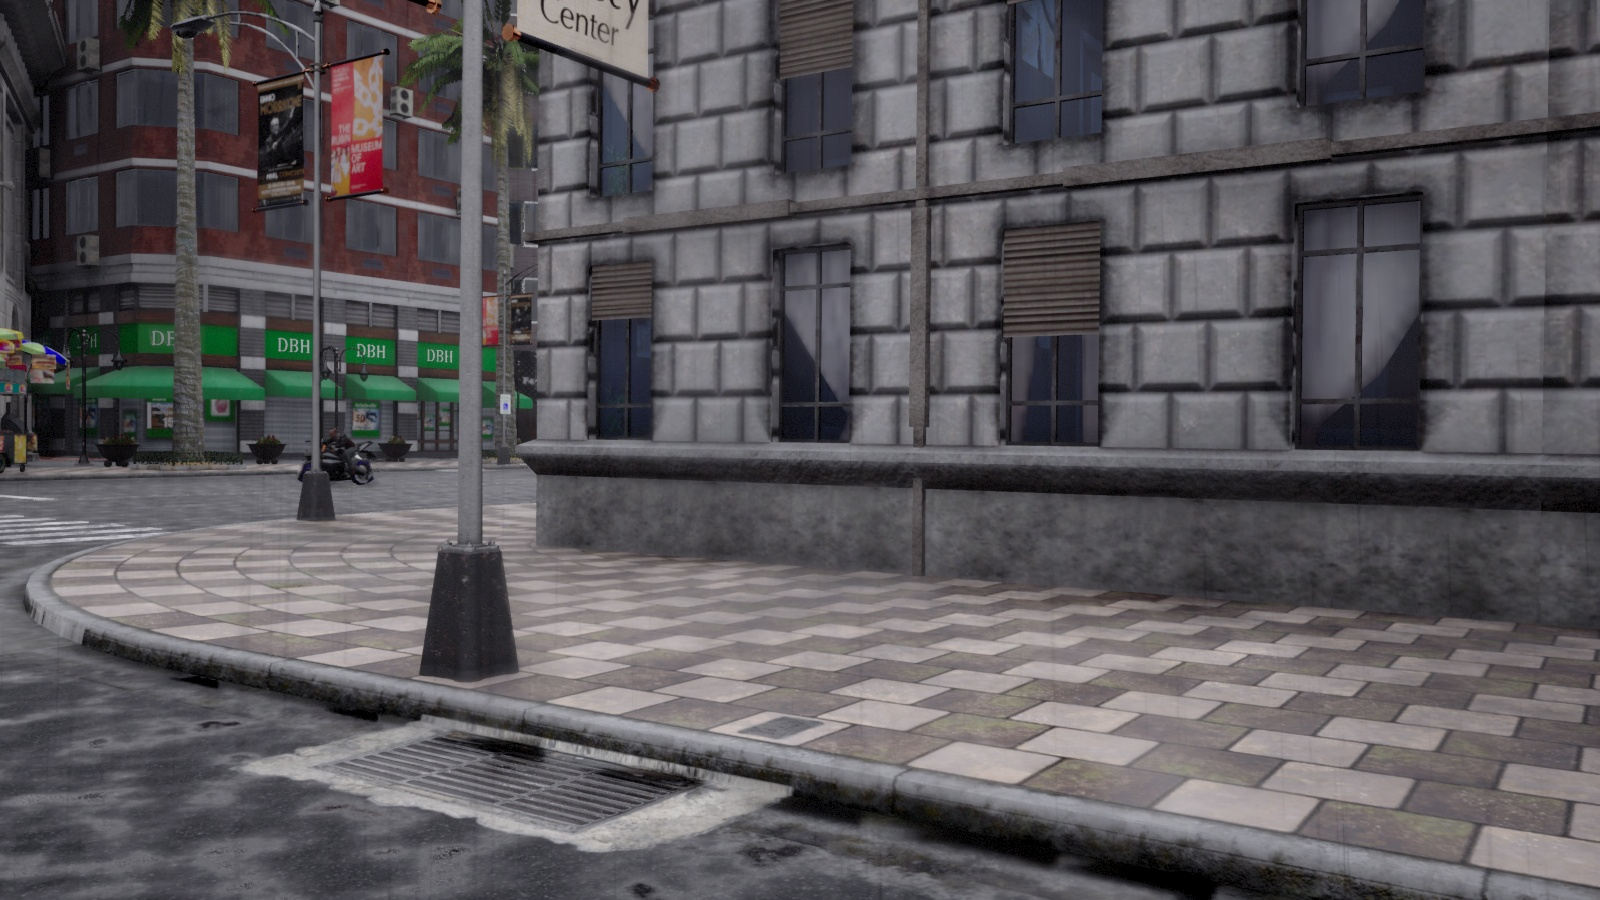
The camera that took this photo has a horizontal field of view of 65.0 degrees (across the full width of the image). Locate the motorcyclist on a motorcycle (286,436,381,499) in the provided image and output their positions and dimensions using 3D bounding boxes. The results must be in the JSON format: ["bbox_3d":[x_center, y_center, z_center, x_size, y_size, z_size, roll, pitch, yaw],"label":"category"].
[{"bbox_3d":[-12.049,0.432,32.496,0.866,1.530,2.191,0,1,33],"label":"motorcyclist on a motorcycle"}]
